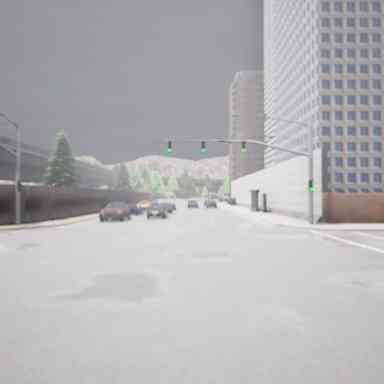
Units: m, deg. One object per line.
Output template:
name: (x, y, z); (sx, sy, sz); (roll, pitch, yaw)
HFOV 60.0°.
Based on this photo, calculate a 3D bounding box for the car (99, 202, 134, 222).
car: (-7.071, 1.748, 30.850); (2.097, 1.767, 4.553); (0, -1, 0)

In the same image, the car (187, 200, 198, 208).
car: (0.156, 2.366, 62.672); (1.994, 1.385, 4.181); (0, -1, -1)

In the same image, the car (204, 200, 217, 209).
car: (3.645, 2.299, 62.098); (1.837, 1.490, 4.892); (0, -1, 0)

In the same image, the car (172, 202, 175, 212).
car: (-3.566, 2.119, 43.353); (1.994, 1.385, 4.181); (0, -1, -1)

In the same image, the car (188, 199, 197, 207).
car: (0.056, 2.407, 72.620); (1.882, 1.535, 5.008); (0, -1, 0)

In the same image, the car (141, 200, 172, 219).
car: (-3.563, 1.933, 34.435); (2.128, 1.511, 4.902); (0, -1, 0)

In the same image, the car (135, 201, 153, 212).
car: (-7.052, 2.109, 49.349); (1.882, 1.535, 5.008); (0, -1, 0)

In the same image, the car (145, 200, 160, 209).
car: (-7.020, 2.238, 59.421); (1.882, 1.535, 5.008); (0, -1, 1)

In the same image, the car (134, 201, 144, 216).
car: (-7.064, 2.111, 39.832); (1.895, 1.301, 4.718); (0, -1, 0)
